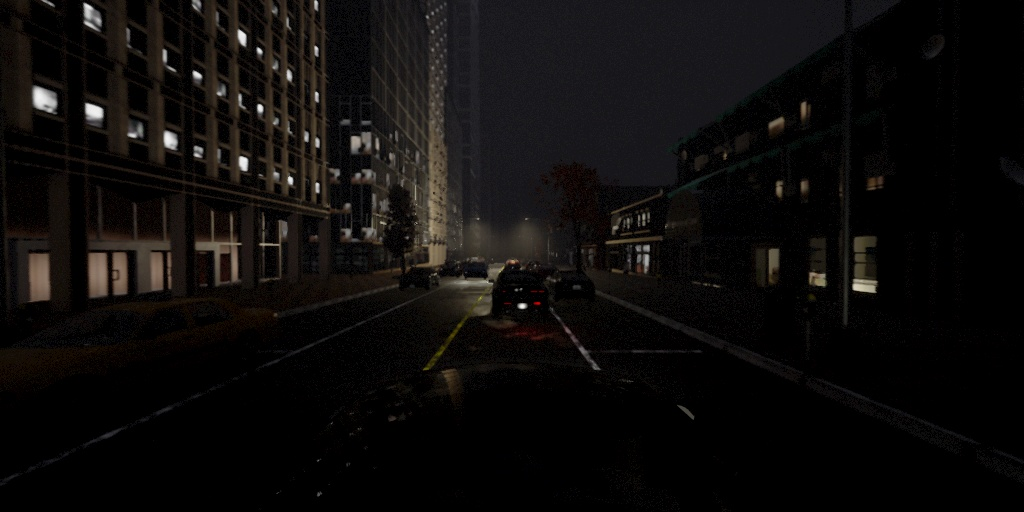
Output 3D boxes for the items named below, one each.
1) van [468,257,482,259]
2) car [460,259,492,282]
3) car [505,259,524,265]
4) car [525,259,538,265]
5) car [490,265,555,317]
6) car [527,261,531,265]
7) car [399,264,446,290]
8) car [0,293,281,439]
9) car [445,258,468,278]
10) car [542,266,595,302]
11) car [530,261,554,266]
[{"bbox_3d":[-5.668,1.127,50.732,1.690,1.789,3.998,0,0,0],"label":"van"},{"bbox_3d":[-3.096,1.249,31.754,1.882,1.535,5.008,0,0,0],"label":"car"},{"bbox_3d":[0.094,1.343,43.296,1.994,1.385,4.181,0,0,0],"label":"car"},{"bbox_3d":[2.685,1.302,39.560,1.751,1.417,4.829,0,0,0],"label":"car"},{"bbox_3d":[0.210,1.263,13.259,1.837,1.490,4.892,0,0,-3],"label":"car"},{"bbox_3d":[2.686,1.354,33.746,1.802,1.307,4.207,0,0,0],"label":"car"},{"bbox_3d":[-5.661,1.330,22.511,1.948,1.339,4.313,0,0,0],"label":"car"},{"bbox_3d":[-5.658,1.278,5.409,1.751,1.417,4.829,0,0,0],"label":"car"},{"bbox_3d":[-5.662,1.212,33.800,1.967,1.591,4.097,0,0,0],"label":"car"},{"bbox_3d":[2.688,1.326,16.814,1.948,1.339,4.313,0,0,0],"label":"car"},{"bbox_3d":[2.686,1.314,28.102,1.888,1.381,4.507,0,0,0],"label":"car"}]
